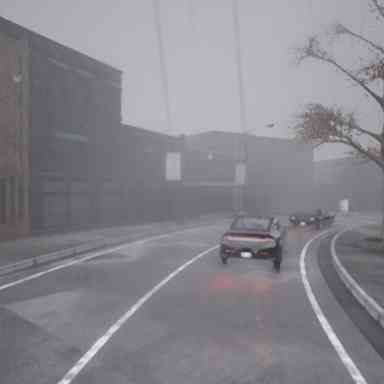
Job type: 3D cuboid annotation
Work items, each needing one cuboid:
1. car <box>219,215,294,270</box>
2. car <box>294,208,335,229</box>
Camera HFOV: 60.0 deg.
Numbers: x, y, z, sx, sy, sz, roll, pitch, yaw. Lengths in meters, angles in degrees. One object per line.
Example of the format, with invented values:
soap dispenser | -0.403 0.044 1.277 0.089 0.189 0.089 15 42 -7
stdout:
car | 2.277 1.570 11.568 2.128 1.511 4.902 1 -1 18
car | 8.665 1.825 23.704 1.895 1.301 4.718 1 0 37
